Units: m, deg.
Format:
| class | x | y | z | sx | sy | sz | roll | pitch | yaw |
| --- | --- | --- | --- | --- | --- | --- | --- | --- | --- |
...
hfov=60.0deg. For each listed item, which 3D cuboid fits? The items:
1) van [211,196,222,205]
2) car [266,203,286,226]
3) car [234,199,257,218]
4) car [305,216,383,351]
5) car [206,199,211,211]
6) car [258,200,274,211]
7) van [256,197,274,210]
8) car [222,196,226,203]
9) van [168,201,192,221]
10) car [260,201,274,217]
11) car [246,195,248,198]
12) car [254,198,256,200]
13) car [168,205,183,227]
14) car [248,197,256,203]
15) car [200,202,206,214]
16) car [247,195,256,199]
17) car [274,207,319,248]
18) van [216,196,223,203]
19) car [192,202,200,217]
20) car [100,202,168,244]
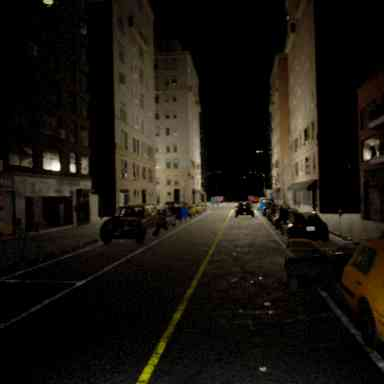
| class | x | y | z | sx | sy | sz | roll | pitch | yaw |
| --- | --- | --- | --- | --- | --- | --- | --- | --- | --- |
| van | 5.013 | 1.971 | 72.495 | 1.690 | 1.788 | 3.998 | -1 | -1 | 8 |
| car | 6.217 | 1.667 | 21.930 | 1.947 | 1.339 | 4.313 | -1 | -1 | 8 |
| car | 5.207 | 1.766 | 32.940 | 1.812 | 1.442 | 4.674 | -1 | -1 | 9 |
| car | 3.554 | 1.444 | 5.972 | 1.801 | 1.575 | 5.366 | -1 | -1 | 8 |
| car | 1.072 | 2.007 | 45.585 | 2.008 | 1.369 | 4.403 | -1 | -1 | 8 |
| car | 7.863 | 1.765 | 33.148 | 1.802 | 1.307 | 4.206 | -1 | -1 | 8 |
| van | 8.680 | 1.562 | 38.761 | 1.690 | 1.788 | 3.998 | -1 | -1 | 8 |
| car | 6.633 | 2.012 | 83.549 | 2.192 | 1.841 | 5.009 | -1 | -1 | 8 |
| van | -1.401 | 1.684 | 28.762 | 1.690 | 1.788 | 3.998 | -1 | -1 | 8 |
| car | 7.039 | 1.694 | 27.538 | 2.008 | 1.369 | 4.403 | -1 | -1 | 8 |
| car | 15.069 | 1.812 | 82.329 | 2.192 | 1.841 | 5.009 | -1 | -1 | 8 |
| car | 9.531 | 1.783 | 44.536 | 1.752 | 1.417 | 4.829 | -1 | -1 | 8 |
| car | -2.218 | 1.851 | 23.152 | 2.008 | 1.369 | 4.403 | -1 | -1 | 8 |
| car | 15.884 | 2.095 | 87.852 | 1.947 | 1.339 | 4.313 | -1 | 0 | 8 |
| car | 0.224 | 1.944 | 39.810 | 1.752 | 1.417 | 4.829 | -1 | -1 | 8 |
| car | 13.451 | 1.870 | 71.276 | 1.967 | 1.590 | 4.097 | -1 | -1 | 8 |
| car | 5.395 | 1.624 | 16.321 | 1.947 | 1.339 | 4.313 | -1 | -1 | 8 |
| van | 7.444 | 2.070 | 89.075 | 1.690 | 1.788 | 3.998 | -1 | -1 | 8 |
| car | -0.598 | 1.907 | 34.201 | 1.752 | 1.417 | 4.829 | -1 | -1 | 8 |
| car | -3.046 | 1.573 | 17.547 | 2.192 | 1.841 | 5.009 | -1 | -1 | 8 |
